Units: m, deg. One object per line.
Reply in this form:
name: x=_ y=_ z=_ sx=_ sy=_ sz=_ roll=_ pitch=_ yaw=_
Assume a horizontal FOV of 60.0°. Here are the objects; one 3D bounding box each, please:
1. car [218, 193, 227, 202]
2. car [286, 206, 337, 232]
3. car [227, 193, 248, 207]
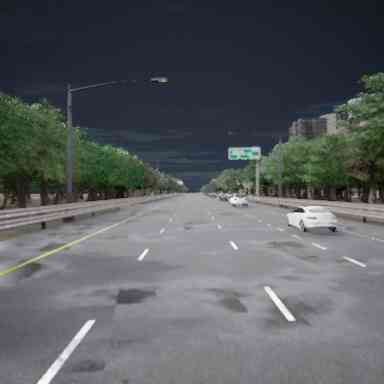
car: x=7.306 y=1.493 z=78.141 sx=1.812 sy=1.442 sz=4.674 roll=0 pitch=0 yaw=0
car: x=7.022 y=1.538 z=19.833 sx=1.812 sy=1.442 sz=4.674 roll=0 pitch=0 yaw=0
car: x=7.141 y=1.219 z=51.064 sx=2.150 sy=2.045 sz=5.566 roll=0 pitch=0 yaw=0
